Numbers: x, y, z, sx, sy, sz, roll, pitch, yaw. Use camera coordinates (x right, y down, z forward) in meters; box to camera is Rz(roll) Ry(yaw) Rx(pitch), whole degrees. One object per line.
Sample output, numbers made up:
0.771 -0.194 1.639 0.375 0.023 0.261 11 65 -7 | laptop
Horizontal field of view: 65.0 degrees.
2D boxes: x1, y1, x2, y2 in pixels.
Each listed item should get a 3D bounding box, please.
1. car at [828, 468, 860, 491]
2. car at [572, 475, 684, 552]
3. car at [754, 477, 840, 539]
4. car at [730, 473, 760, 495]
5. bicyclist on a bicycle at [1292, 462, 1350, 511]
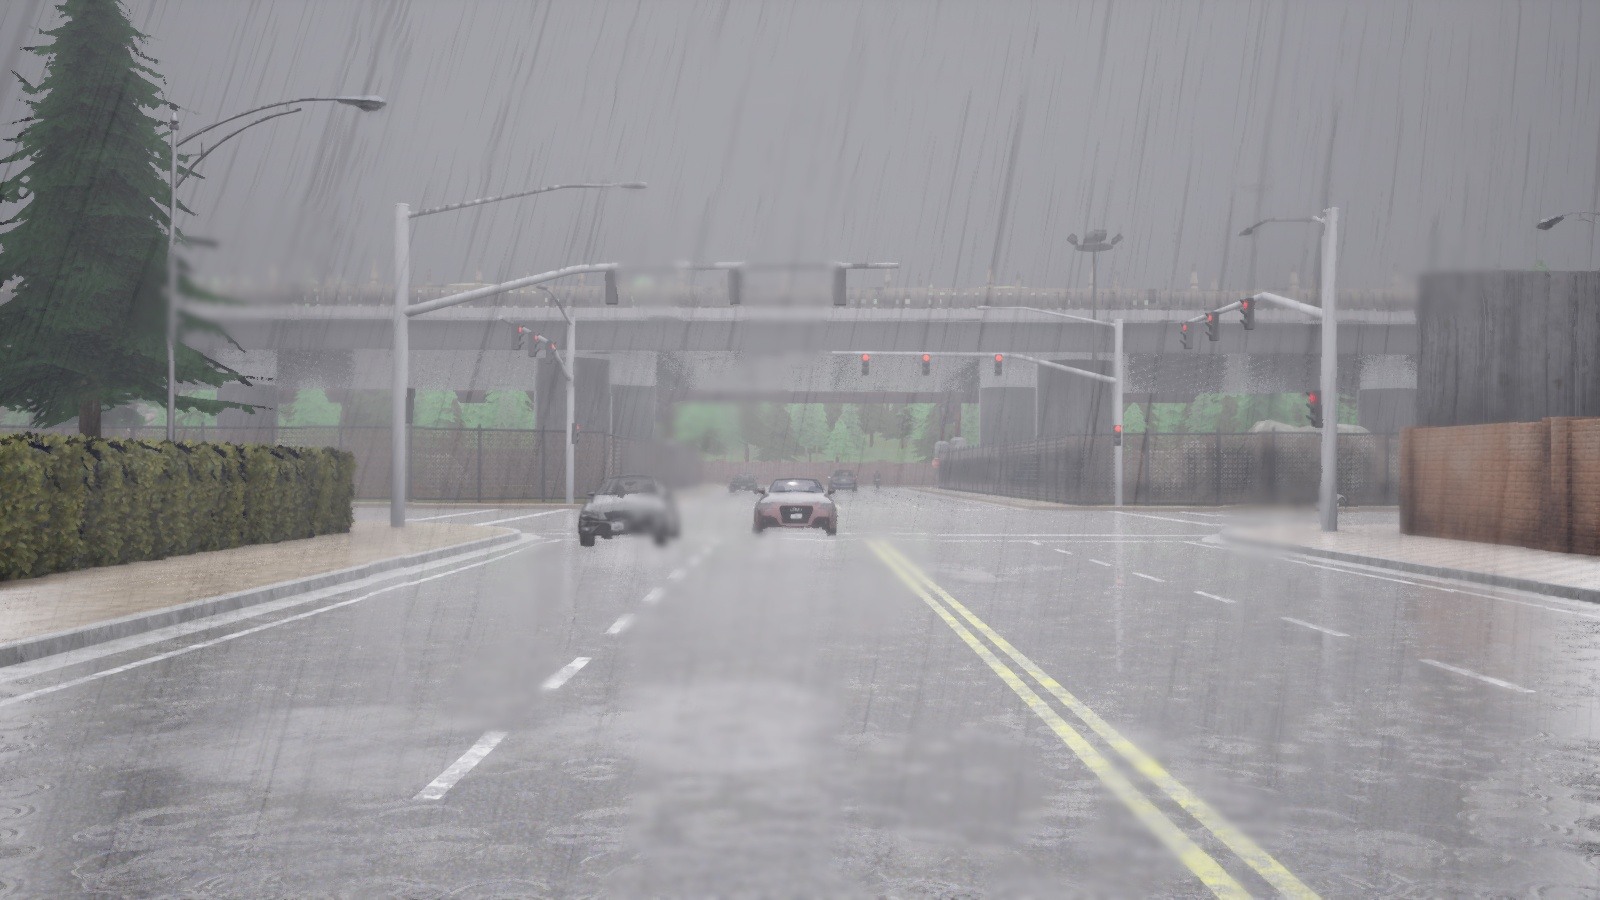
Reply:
3.262 2.234 94.807 2.242 1.667 4.611 0 -1 0 | car
-3.567 1.291 26.766 1.816 1.474 4.193 0 -1 0 | car
-0.079 1.393 31.361 1.994 1.385 4.181 0 -1 0 | car
-3.712 2.270 85.171 1.816 1.474 4.193 0 -1 0 | car
18.956 1.319 45.688 1.843 1.776 0.659 0 -1 0 | bicyclist on a bicycle
